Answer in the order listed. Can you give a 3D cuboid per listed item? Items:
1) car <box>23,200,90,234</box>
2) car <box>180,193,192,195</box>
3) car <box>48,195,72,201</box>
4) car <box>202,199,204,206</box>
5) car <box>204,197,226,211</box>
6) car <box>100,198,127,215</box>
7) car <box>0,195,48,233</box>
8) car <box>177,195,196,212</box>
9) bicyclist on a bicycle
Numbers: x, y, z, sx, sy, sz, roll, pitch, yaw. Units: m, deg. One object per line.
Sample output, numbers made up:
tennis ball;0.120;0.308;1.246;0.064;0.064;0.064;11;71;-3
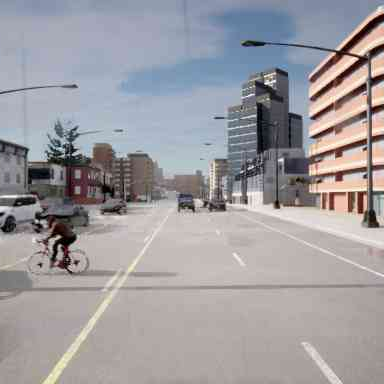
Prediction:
car;-7.421;1.468;19.344;2.128;1.511;4.902;0;0;-1
car;-0.870;1.139;47.536;2.150;2.045;5.566;0;-1;-1
car;-11.003;1.106;26.900;2.097;1.767;4.553;0;0;-1
car;2.623;1.419;48.770;2.128;1.511;4.902;0;-1;-1
car;2.867;1.390;38.777;2.128;1.511;4.902;0;0;-1
car;-7.669;1.427;32.835;1.837;1.490;4.892;0;0;-1
car;-10.963;1.197;19.807;2.150;2.045;5.566;0;0;-1
car;-0.633;1.407;37.475;1.837;1.490;4.892;0;0;-1
bicyclist on a bicycle;-3.629;1.465;8.991;1.656;1.620;0.582;-2;0;-1
